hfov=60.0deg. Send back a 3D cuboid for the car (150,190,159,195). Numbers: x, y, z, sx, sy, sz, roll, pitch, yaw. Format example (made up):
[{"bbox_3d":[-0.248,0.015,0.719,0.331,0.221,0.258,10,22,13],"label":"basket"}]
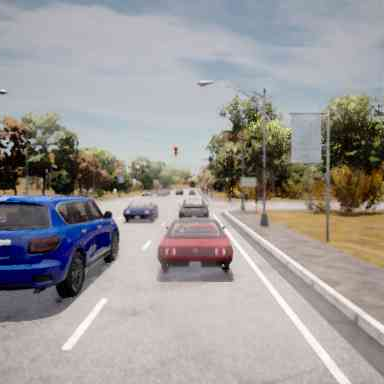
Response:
[{"bbox_3d":[-10.437,0.089,92.268,1.812,1.442,4.674,0,1,0],"label":"car"}]

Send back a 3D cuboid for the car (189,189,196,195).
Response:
[{"bbox_3d":[0.061,0.219,88.742,2.033,1.411,5.357,0,1,0],"label":"car"}]

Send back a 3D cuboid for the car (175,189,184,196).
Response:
[{"bbox_3d":[-3.439,0.179,88.743,1.837,1.490,4.892,0,1,0],"label":"car"}]

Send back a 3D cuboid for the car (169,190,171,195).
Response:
[{"bbox_3d":[-6.937,0.043,92.265,1.882,1.535,5.008,0,1,0],"label":"car"}]

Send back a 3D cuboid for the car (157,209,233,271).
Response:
[{"bbox_3d":[0.107,1.446,10.315,1.895,1.301,4.718,0,1,1],"label":"car"}]

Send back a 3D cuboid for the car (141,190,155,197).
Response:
[{"bbox_3d":[-10.448,0.460,76.628,1.895,1.301,4.718,0,1,0],"label":"car"}]

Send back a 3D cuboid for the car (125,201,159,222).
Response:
[{"bbox_3d":[-3.384,1.260,22.923,1.895,1.301,4.718,0,1,0],"label":"car"}]

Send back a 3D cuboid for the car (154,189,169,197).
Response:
[{"bbox_3d":[-6.948,0.389,76.654,1.812,1.442,4.674,0,1,0],"label":"car"}]

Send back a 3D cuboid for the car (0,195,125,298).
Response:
[{"bbox_3d":[-3.394,1.091,8.322,2.150,2.045,5.566,0,0,0],"label":"car"}]

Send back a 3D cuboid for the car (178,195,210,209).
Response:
[{"bbox_3d":[0.116,1.175,21.282,2.128,1.511,4.902,0,1,0],"label":"car"}]
